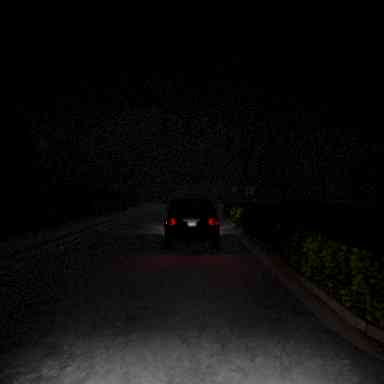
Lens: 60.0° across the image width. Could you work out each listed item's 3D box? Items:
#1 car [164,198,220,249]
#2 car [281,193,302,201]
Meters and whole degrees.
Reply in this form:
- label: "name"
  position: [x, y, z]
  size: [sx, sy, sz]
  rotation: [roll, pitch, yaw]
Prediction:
- label: "car"
  position: [0.000, 1.255, 14.680]
  size: [2.150, 2.045, 5.566]
  rotation: [0, 0, 0]
- label: "car"
  position: [18.709, 1.256, 59.452]
  size: [5.566, 2.045, 2.150]
  rotation: [0, 0, 0]
